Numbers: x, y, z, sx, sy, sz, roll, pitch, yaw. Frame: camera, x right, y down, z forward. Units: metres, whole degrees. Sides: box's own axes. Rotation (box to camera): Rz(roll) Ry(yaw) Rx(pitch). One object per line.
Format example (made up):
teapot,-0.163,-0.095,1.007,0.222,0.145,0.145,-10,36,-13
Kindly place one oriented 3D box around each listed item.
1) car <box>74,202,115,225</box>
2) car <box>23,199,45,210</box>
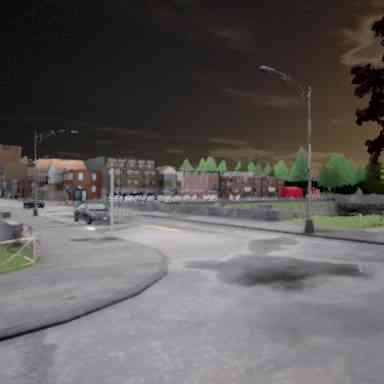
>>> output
car,-7.207,1.495,24.270,1.812,1.442,4.674,0,0,-36
car,-20.197,1.571,42.515,1.895,1.301,4.718,0,0,-35
